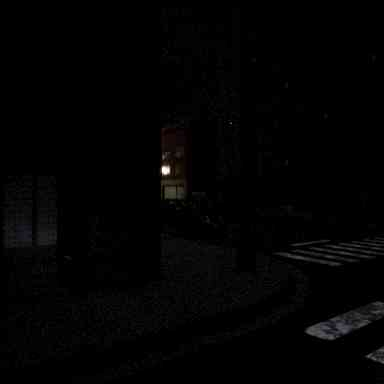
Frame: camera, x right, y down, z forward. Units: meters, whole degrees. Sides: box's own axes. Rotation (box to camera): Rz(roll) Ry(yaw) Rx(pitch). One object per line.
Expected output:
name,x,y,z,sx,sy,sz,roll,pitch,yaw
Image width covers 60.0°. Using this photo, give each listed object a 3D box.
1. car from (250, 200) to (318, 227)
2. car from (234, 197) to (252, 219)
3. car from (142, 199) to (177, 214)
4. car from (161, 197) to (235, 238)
car,6.129,1.529,22.669,1.752,1.417,4.829,0,0,-35
car,2.939,1.313,27.160,2.192,1.841,5.009,0,0,-35
car,-3.643,1.530,36.417,1.887,1.381,4.507,0,0,-35
car,-0.317,1.285,17.889,2.192,1.841,5.009,0,0,-35
